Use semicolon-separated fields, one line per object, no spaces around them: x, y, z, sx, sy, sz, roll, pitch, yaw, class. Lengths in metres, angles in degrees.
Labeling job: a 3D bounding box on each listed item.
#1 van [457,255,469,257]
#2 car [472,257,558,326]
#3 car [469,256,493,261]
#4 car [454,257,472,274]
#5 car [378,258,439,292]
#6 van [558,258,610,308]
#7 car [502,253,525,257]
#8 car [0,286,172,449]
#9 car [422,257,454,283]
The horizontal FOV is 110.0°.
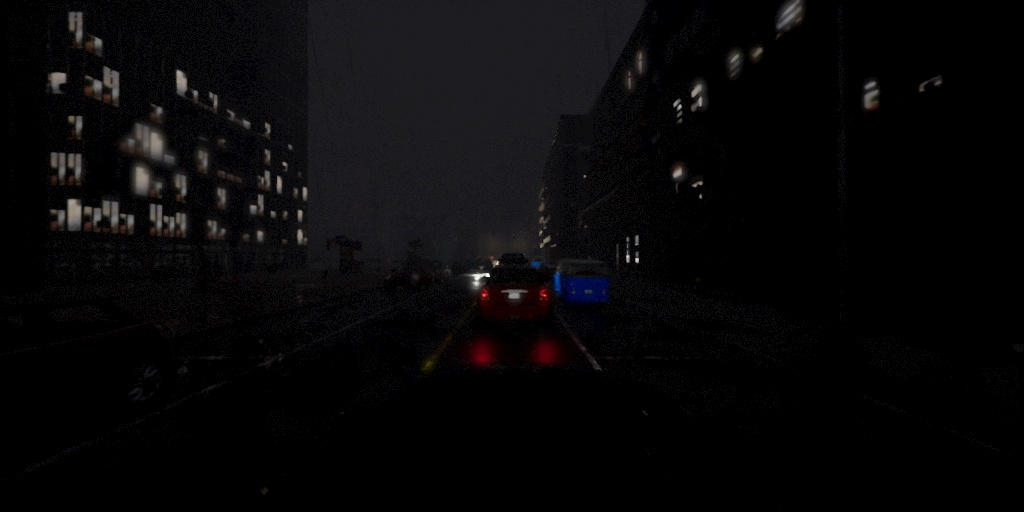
-5.649;0.806;42.705;1.690;1.789;3.998;0;0;0;van
0.081;1.041;11.569;2.097;1.767;4.553;0;1;0;car
-3.088;0.985;38.873;2.128;1.511;4.902;0;0;0;car
-5.649;1.052;37.059;1.888;1.381;4.507;0;0;0;car
-5.658;1.068;20.122;1.967;1.591;4.097;0;0;0;car
2.694;1.007;14.505;1.690;1.789;3.998;0;0;0;van
0.090;0.797;27.512;2.150;2.045;5.566;0;0;0;car
-5.692;1.181;3.184;1.967;1.591;4.097;0;0;0;car
-5.652;1.029;25.768;1.967;1.591;4.097;0;0;0;car
